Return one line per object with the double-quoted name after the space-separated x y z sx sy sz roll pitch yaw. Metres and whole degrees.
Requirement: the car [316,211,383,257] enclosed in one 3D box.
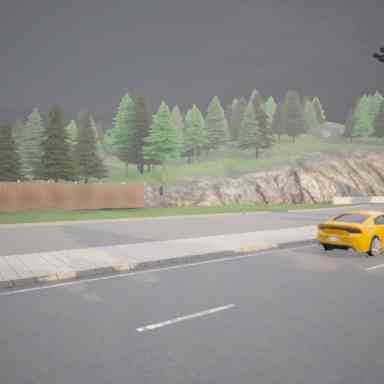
6.924 1.477 12.982 5.008 1.535 1.882 0 0 -35 "car"
